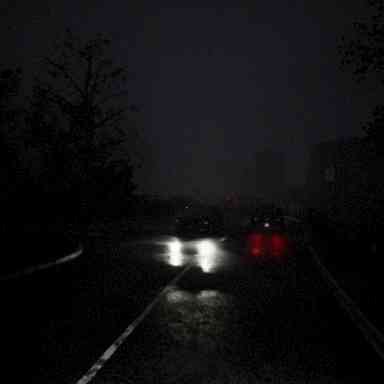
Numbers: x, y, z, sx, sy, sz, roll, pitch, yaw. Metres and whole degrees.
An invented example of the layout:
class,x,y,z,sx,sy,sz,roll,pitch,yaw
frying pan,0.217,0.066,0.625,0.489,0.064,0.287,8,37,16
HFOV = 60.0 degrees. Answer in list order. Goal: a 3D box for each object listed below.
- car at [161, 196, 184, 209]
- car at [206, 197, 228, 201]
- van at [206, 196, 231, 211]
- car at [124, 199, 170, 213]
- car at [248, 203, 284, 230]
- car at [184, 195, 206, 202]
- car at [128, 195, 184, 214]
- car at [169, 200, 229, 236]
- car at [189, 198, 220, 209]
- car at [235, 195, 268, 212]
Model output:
class,x,y,z,sx,sy,sz,roll,pitch,yaw
car,-3.305,1.758,55.880,2.150,2.045,5.566,1,-2,-23
car,2.380,1.735,42.115,1.812,1.442,4.674,1,-1,-21
van,3.087,1.628,50.239,4.442,1.987,1.878,1,-1,-23
car,-5.256,1.615,38.756,4.892,1.521,2.231,1,-1,-23
car,4.942,1.636,21.521,1.895,1.301,4.718,1,0,15
car,-0.751,1.401,40.966,2.150,2.045,5.566,1,-1,-23
car,-4.191,1.327,36.312,5.566,2.045,2.435,1,-1,-23
car,0.563,1.472,18.806,1.882,1.535,5.008,0,0,16
car,1.991,1.797,53.070,4.553,1.767,2.185,1,-2,-23
car,7.893,1.529,39.084,4.553,1.767,2.185,1,-1,-23
